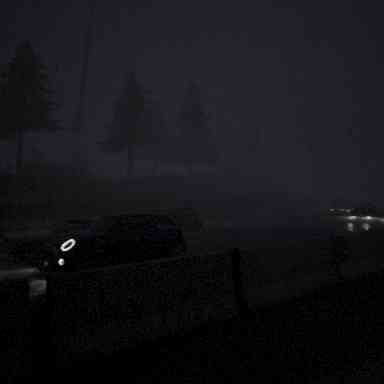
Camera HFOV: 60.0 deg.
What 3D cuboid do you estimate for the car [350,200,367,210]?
[{"bbox_3d":[25.996,1.939,51.835,1.812,1.442,4.674,-1,-1,33],"label":"car"}]

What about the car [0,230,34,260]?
[{"bbox_3d":[-4.995,1.776,13.408,4.718,1.301,1.895,0,-1,-37],"label":"car"}]

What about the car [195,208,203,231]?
[{"bbox_3d":[-1.336,1.798,20.821,4.181,1.385,1.994,0,-1,-40],"label":"car"}]

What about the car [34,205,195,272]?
[{"bbox_3d":[-2.434,1.487,11.008,4.553,1.767,2.097,0,-1,-37],"label":"car"}]

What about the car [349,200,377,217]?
[{"bbox_3d":[18.479,1.806,35.726,1.812,1.442,4.674,-1,0,40],"label":"car"}]

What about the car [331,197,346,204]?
[{"bbox_3d":[25.334,1.544,57.320,2.097,1.767,4.553,-1,-1,32],"label":"car"}]
